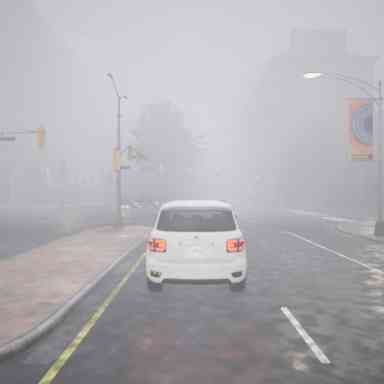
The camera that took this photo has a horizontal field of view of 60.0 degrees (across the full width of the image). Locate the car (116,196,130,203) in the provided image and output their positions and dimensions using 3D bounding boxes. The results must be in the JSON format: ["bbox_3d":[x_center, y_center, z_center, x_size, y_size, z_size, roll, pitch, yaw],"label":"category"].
[{"bbox_3d":[-14.464,1.590,69.844,1.895,1.301,4.718,0,0,0],"label":"car"}]

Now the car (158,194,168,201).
[{"bbox_3d":[-7.639,1.348,88.165,2.097,1.767,4.553,0,0,0],"label":"car"}]

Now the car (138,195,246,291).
[{"bbox_3d":[0.108,1.221,9.121,2.150,2.045,5.566,0,0,1],"label":"car"}]

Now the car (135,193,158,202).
[{"bbox_3d":[-7.836,1.217,57.683,2.150,2.045,5.566,0,0,1],"label":"car"}]

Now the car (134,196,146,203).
[{"bbox_3d":[-11.204,1.590,72.442,1.895,1.301,4.718,0,0,0],"label":"car"}]

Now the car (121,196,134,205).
[{"bbox_3d":[-11.341,1.487,57.415,2.128,1.511,4.902,0,0,1],"label":"car"}]

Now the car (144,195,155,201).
[{"bbox_3d":[-11.141,1.518,87.753,2.128,1.511,4.902,0,0,0],"label":"car"}]

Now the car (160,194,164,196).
[{"bbox_3d":[-7.700,1.520,73.361,2.128,1.511,4.902,0,0,0],"label":"car"}]
